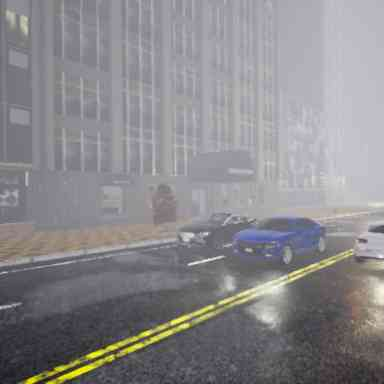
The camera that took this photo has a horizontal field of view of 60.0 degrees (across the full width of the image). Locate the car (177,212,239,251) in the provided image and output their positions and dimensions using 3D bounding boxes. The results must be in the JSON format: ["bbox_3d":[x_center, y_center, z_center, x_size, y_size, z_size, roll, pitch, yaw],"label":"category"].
[{"bbox_3d":[1.388,1.675,15.195,2.128,1.511,4.902,-1,-1,41],"label":"car"}]

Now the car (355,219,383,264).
[{"bbox_3d":[7.098,1.672,11.549,1.812,1.442,4.674,-1,-1,41],"label":"car"}]

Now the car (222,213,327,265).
[{"bbox_3d":[3.480,1.633,12.653,1.882,1.535,5.008,-1,-1,41],"label":"car"}]
